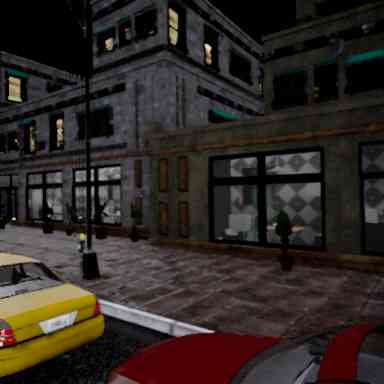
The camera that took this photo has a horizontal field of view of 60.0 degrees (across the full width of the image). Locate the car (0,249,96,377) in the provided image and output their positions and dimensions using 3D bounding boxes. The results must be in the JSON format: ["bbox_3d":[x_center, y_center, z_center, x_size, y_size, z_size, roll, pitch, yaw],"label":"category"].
[{"bbox_3d":[-3.492,1.559,5.379,4.829,1.417,1.752,0,-1,36],"label":"car"}]

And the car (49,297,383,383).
[{"bbox_3d":[1.158,1.583,2.059,4.206,1.307,1.802,0,-1,36],"label":"car"}]
